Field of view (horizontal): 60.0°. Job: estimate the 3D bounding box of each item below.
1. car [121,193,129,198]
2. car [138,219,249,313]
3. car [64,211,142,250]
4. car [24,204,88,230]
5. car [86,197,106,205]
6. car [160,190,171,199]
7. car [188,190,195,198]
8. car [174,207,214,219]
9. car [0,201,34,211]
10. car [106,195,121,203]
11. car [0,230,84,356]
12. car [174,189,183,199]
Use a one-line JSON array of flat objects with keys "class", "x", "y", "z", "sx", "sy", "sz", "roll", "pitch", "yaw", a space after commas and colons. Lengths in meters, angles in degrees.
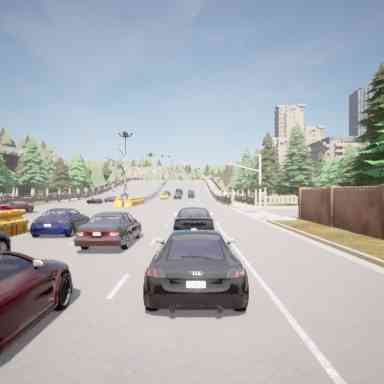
[{"class": "car", "x": -17.696, "y": 1.085, "z": 86.581, "sx": 1.812, "sy": 1.442, "sz": 4.674, "roll": 0, "pitch": 3, "yaw": 0}, {"class": "car", "x": 0.088, "y": 1.564, "z": 7.740, "sx": 1.994, "sy": 1.385, "sz": 4.181, "roll": 0, "pitch": 0, "yaw": 1}, {"class": "car", "x": -3.409, "y": 1.547, "z": 14.371, "sx": 2.033, "sy": 1.411, "sz": 5.357, "roll": 0, "pitch": 0, "yaw": 0}, {"class": "car", "x": -6.919, "y": 1.564, "z": 17.931, "sx": 1.994, "sy": 1.385, "sz": 4.181, "roll": 0, "pitch": 0, "yaw": 0}, {"class": "car", "x": -17.628, "y": 1.600, "z": 60.228, "sx": 1.895, "sy": 1.301, "sz": 4.718, "roll": 0, "pitch": 0, "yaw": 0}, {"class": "car", "x": -7.198, "y": 1.024, "z": 86.902, "sx": 1.882, "sy": 1.535, "sz": 5.008, "roll": 0, "pitch": 3, "yaw": 0}, {"class": "car", "x": -0.218, "y": 0.839, "z": 90.060, "sx": 1.837, "sy": 1.490, "sz": 4.892, "roll": 0, "pitch": 4, "yaw": 0}, {"class": "car", "x": 0.084, "y": 1.478, "z": 16.730, "sx": 1.882, "sy": 1.535, "sz": 5.008, "roll": 0, "pitch": 0, "yaw": 0}, {"class": "car", "x": -17.634, "y": 1.601, "z": 33.052, "sx": 1.895, "sy": 1.301, "sz": 4.718, "roll": 0, "pitch": 0, "yaw": 0}, {"class": "car", "x": -17.601, "y": 1.532, "z": 72.299, "sx": 2.033, "sy": 1.411, "sz": 5.357, "roll": 0, "pitch": 0, "yaw": 0}, {"class": "car", "x": -3.410, "y": 1.564, "z": 5.131, "sx": 1.994, "sy": 1.385, "sz": 4.181, "roll": 0, "pitch": 0, "yaw": 0}, {"class": "car", "x": -3.697, "y": 0.903, "z": 86.888, "sx": 2.097, "sy": 1.767, "sz": 4.553, "roll": 0, "pitch": 3, "yaw": 0}]
